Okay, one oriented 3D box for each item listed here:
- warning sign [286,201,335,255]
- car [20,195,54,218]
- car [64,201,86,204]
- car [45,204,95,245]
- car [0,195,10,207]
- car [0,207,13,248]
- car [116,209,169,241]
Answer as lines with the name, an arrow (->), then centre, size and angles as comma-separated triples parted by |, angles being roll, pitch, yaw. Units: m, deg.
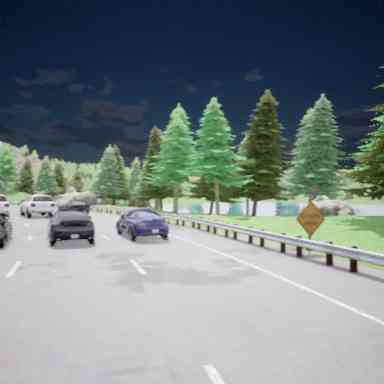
warning sign -> 4.339, 1.261, 12.219 | 1.300, 1.860, 1.060 | 1, 0, -20
car -> -14.316, 1.275, 30.737 | 2.150, 2.045, 5.566 | 1, 0, -36
car -> -11.740, 1.586, 33.112 | 1.882, 1.535, 5.008 | 1, 0, -36
car -> -5.796, 1.557, 15.826 | 1.837, 1.490, 4.892 | 1, 0, -24
car -> -17.165, 1.225, 28.705 | 2.150, 2.045, 5.566 | 1, 0, -36
car -> -8.985, 1.564, 14.379 | 1.994, 1.385, 4.181 | 1, 0, -24
car -> -2.625, 1.625, 17.301 | 1.812, 1.442, 4.674 | 1, 0, -25
